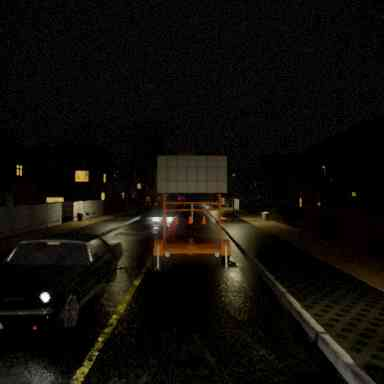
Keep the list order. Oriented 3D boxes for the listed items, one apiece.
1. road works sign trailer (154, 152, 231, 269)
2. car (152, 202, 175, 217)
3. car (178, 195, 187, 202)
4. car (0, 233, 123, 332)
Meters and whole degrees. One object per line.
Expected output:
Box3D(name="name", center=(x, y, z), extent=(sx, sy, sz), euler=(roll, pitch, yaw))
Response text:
Box3D(name="road works sign trailer", center=(0.010, 0.473, 11.103), extent=(2.380, 3.560, 2.880), euler=(0, 0, 0))
Box3D(name="car", center=(-2.724, 1.647, 32.190), extent=(1.994, 1.385, 4.181), euler=(0, 0, 0))
Box3D(name="car", center=(-2.675, 1.774, 91.022), extent=(2.150, 2.045, 5.566), euler=(0, -1, 0))
Box3D(name="car", center=(-2.844, 1.605, 6.949), extent=(1.895, 1.301, 4.718), euler=(0, 0, 0))
